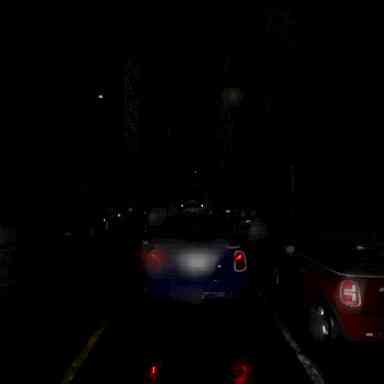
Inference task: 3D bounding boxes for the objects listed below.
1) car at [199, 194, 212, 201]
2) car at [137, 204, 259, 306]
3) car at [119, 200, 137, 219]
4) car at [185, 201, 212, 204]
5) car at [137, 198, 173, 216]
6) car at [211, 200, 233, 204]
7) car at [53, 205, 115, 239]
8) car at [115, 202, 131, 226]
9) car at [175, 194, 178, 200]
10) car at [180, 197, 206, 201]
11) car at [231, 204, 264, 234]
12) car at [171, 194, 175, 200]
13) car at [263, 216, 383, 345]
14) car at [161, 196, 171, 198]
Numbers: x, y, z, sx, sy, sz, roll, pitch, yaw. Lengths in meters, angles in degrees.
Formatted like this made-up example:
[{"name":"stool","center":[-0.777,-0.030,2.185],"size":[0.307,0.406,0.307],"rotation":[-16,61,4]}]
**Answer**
[{"name":"car","center":[2.917,1.448,65.495],"size":[1.967,1.590,4.097],"rotation":[0,0,0]},{"name":"car","center":[0.103,1.347,8.207],"size":[2.097,1.767,4.553],"rotation":[0,0,0]},{"name":"car","center":[-5.659,1.428,28.409],"size":[1.967,1.590,4.097],"rotation":[0,0,0]},{"name":"car","center":[0.104,1.469,17.928],"size":[1.882,1.535,5.008],"rotation":[0,0,0]},{"name":"car","center":[-2.999,1.536,28.304],"size":[2.033,1.411,5.357],"rotation":[0,0,0]},{"name":"car","center":[2.867,1.554,28.405],"size":[1.947,1.339,4.313],"rotation":[0,0,0]},{"name":"car","center":[-5.663,1.557,17.406],"size":[1.947,1.339,4.313],"rotation":[0,0,0]},{"name":"car","center":[-5.661,1.571,22.908],"size":[1.802,1.307,4.206],"rotation":[0,0,0]},{"name":"car","center":[-5.547,1.587,92.385],"size":[1.752,1.417,4.829],"rotation":[0,0,0]},{"name":"car","center":[0.012,1.444,28.372],"size":[1.801,1.575,5.366],"rotation":[0,0,0]},{"name":"car","center":[2.862,1.542,17.403],"size":[2.008,1.369,4.403],"rotation":[0,0,0]},{"name":"car","center":[-5.583,1.575,76.329],"size":[2.008,1.369,4.403],"rotation":[0,0,0]},{"name":"car","center":[2.857,1.437,6.400],"size":[1.967,1.590,4.097],"rotation":[0,0,0]},{"name":"car","center":[-5.608,1.590,65.512],"size":[1.802,1.307,4.206],"rotation":[0,0,0]}]
